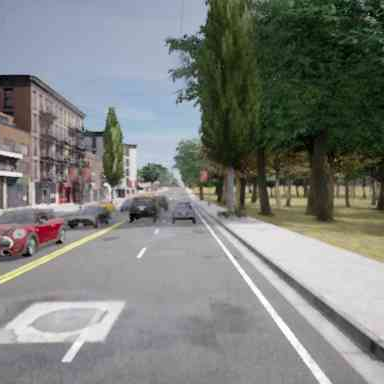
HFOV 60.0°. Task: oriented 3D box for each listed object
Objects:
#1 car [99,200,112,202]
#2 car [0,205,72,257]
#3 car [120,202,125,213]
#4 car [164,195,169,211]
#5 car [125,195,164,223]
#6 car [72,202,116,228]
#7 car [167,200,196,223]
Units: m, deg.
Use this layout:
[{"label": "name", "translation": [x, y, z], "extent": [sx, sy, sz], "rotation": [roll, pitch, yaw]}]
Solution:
[{"label": "car", "translation": [-10.802, 1.798, 41.282], "extent": [1.882, 1.535, 5.008], "rotation": [-1, 0, -2]}, {"label": "car", "translation": [-6.831, 1.474, 13.438], "extent": [2.097, 1.767, 4.553], "rotation": [-1, 0, -1]}, {"label": "car", "translation": [-7.555, 1.650, 41.399], "extent": [2.097, 1.767, 4.553], "rotation": [-1, 0, -2]}, {"label": "car", "translation": [-4.283, 1.474, 44.222], "extent": [2.150, 2.045, 5.566], "rotation": [-1, 0, -1]}, {"label": "car", "translation": [-3.840, 1.384, 27.719], "extent": [2.150, 2.045, 5.566], "rotation": [-1, 0, -1]}, {"label": "car", "translation": [-7.114, 1.720, 23.774], "extent": [2.033, 1.411, 5.357], "rotation": [-1, 0, -1]}, {"label": "car", "translation": [-0.643, 1.672, 26.757], "extent": [2.033, 1.411, 5.357], "rotation": [-1, 0, -1]}]
